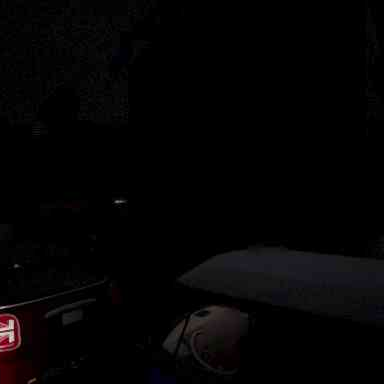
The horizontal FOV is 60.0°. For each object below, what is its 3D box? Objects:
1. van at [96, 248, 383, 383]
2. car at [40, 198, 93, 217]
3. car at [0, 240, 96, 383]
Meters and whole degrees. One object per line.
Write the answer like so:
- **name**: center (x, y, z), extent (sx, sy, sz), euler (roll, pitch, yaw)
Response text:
- **van**: center (1.494, 1.341, 1.753), extent (3.998, 1.788, 1.690), euler (0, 0, 35)
- **car**: center (-11.342, 1.311, 30.333), extent (2.097, 1.767, 4.553), euler (-1, 0, 35)
- **car**: center (-2.935, 1.441, 4.908), extent (4.097, 1.590, 1.967), euler (0, 0, 35)
